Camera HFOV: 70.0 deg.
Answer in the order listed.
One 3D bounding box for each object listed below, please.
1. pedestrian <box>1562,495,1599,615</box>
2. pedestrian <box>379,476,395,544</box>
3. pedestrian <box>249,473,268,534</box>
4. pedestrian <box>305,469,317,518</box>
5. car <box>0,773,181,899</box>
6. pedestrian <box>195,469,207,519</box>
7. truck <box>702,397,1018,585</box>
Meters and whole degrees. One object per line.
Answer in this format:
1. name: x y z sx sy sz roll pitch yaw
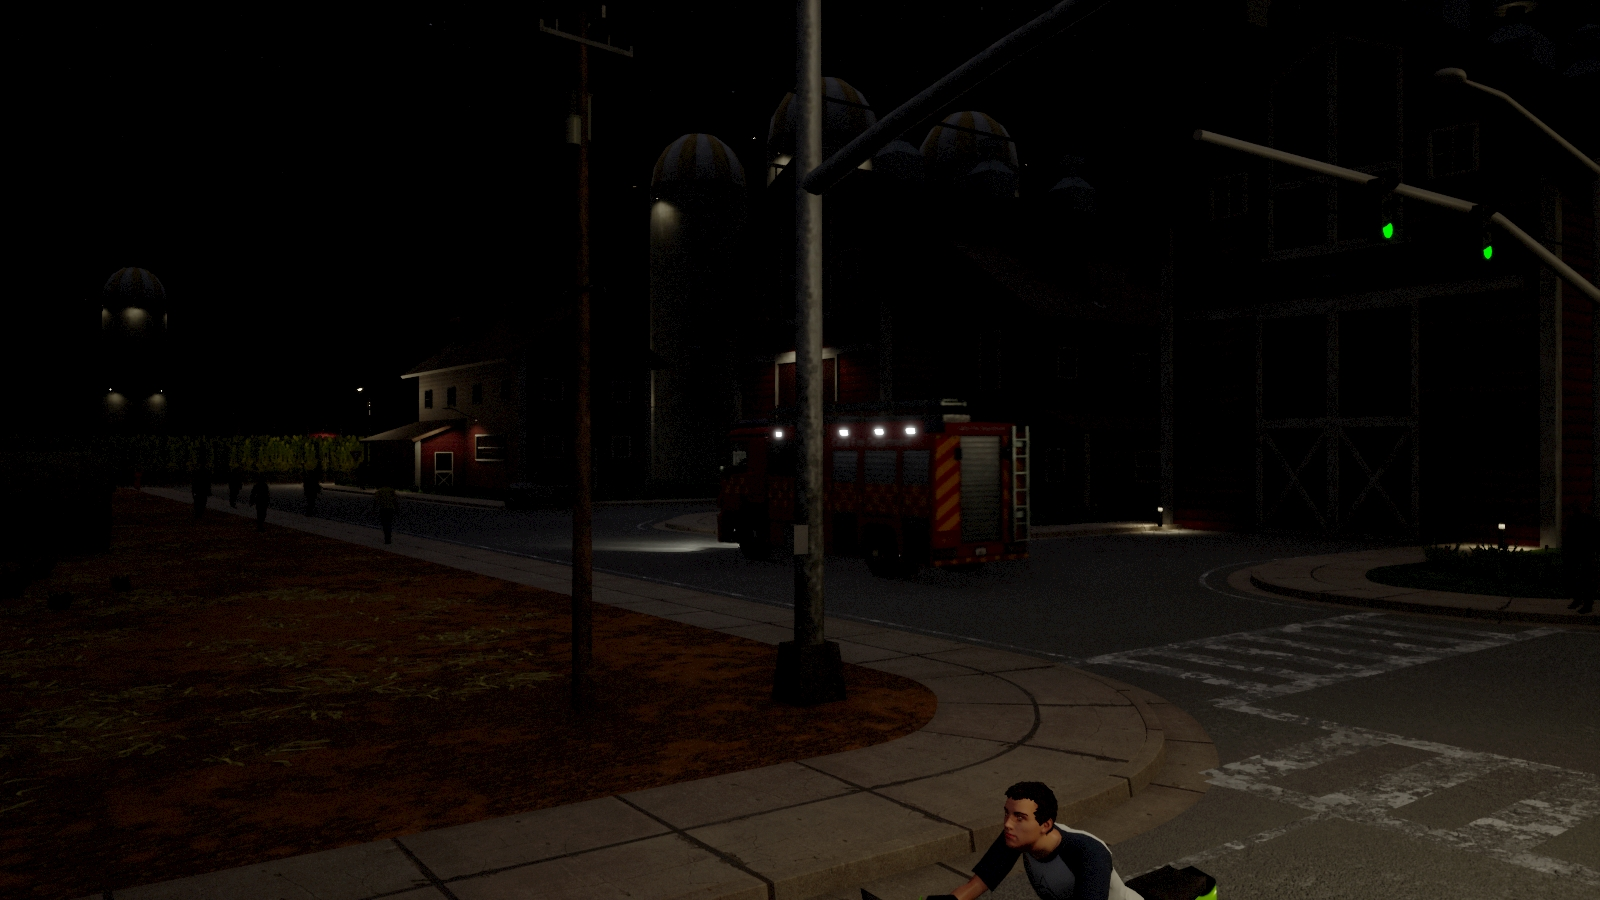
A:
1. pedestrian: 12.408 1.659 18.139 0.375 1.860 0.375 0 0 -19
2. pedestrian: -11.452 1.665 31.672 0.375 1.860 0.375 0 0 -28
3. pedestrian: -16.849 1.666 35.548 0.375 1.860 0.375 0 0 30
4. pedestrian: -18.757 1.664 43.828 0.375 1.860 0.375 0 0 -36
5. car: -3.384 1.906 1.453 4.553 1.767 2.097 0 0 -35
6. pedestrian: -22.525 1.666 42.957 0.375 1.860 0.375 0 0 -34
7. truck: 1.101 0.841 27.585 2.891 3.827 8.468 -1 0 -36
